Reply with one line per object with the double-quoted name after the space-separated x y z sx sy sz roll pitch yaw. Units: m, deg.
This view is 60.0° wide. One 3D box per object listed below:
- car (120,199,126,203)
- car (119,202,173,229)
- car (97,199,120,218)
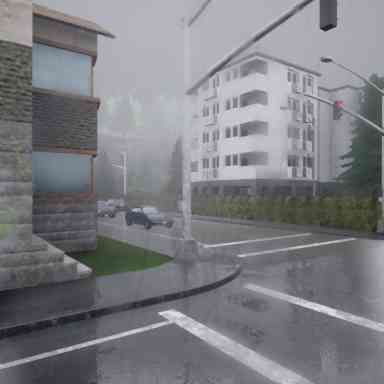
-8.777 1.528 37.599 2.097 1.767 4.553 0 0 -35 "car"
-3.128 1.702 23.316 1.812 1.442 4.674 0 0 -36 "car"
-8.910 1.528 31.450 2.097 1.767 4.553 0 0 -35 "car"
